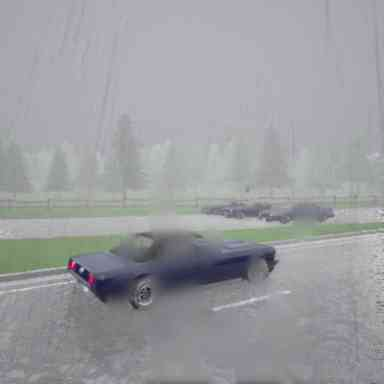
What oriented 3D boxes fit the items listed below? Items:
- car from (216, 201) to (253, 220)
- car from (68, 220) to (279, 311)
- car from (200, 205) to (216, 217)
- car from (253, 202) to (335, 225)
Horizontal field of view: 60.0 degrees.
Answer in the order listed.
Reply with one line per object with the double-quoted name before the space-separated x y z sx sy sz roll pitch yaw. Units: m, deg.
"car" 4.597 1.438 25.604 4.718 1.301 1.895 0 0 -21
"car" -0.213 1.559 7.660 4.718 1.301 1.895 0 0 -34
"car" 3.122 1.427 28.783 4.718 1.301 1.895 0 0 -21
"car" 7.217 1.389 22.863 5.357 1.411 2.033 0 0 -21
